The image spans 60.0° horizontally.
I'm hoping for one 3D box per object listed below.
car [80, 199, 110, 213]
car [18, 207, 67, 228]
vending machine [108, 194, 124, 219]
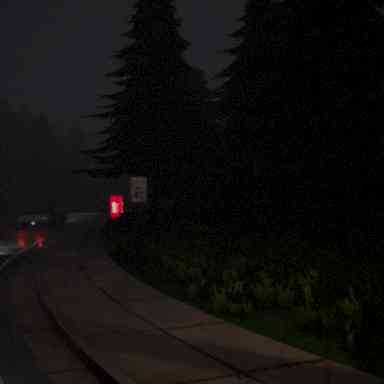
[{"bbox_3d":[-11.050,1.587,39.481,1.882,1.535,5.008,0,-1,25],"label":"car"},{"bbox_3d":[-10.170,1.676,23.088,1.895,1.301,4.718,0,0,-6],"label":"car"},{"bbox_3d":[-6.609,1.271,29.000,1.100,2.100,0.880,0,0,6],"label":"vending machine"}]
